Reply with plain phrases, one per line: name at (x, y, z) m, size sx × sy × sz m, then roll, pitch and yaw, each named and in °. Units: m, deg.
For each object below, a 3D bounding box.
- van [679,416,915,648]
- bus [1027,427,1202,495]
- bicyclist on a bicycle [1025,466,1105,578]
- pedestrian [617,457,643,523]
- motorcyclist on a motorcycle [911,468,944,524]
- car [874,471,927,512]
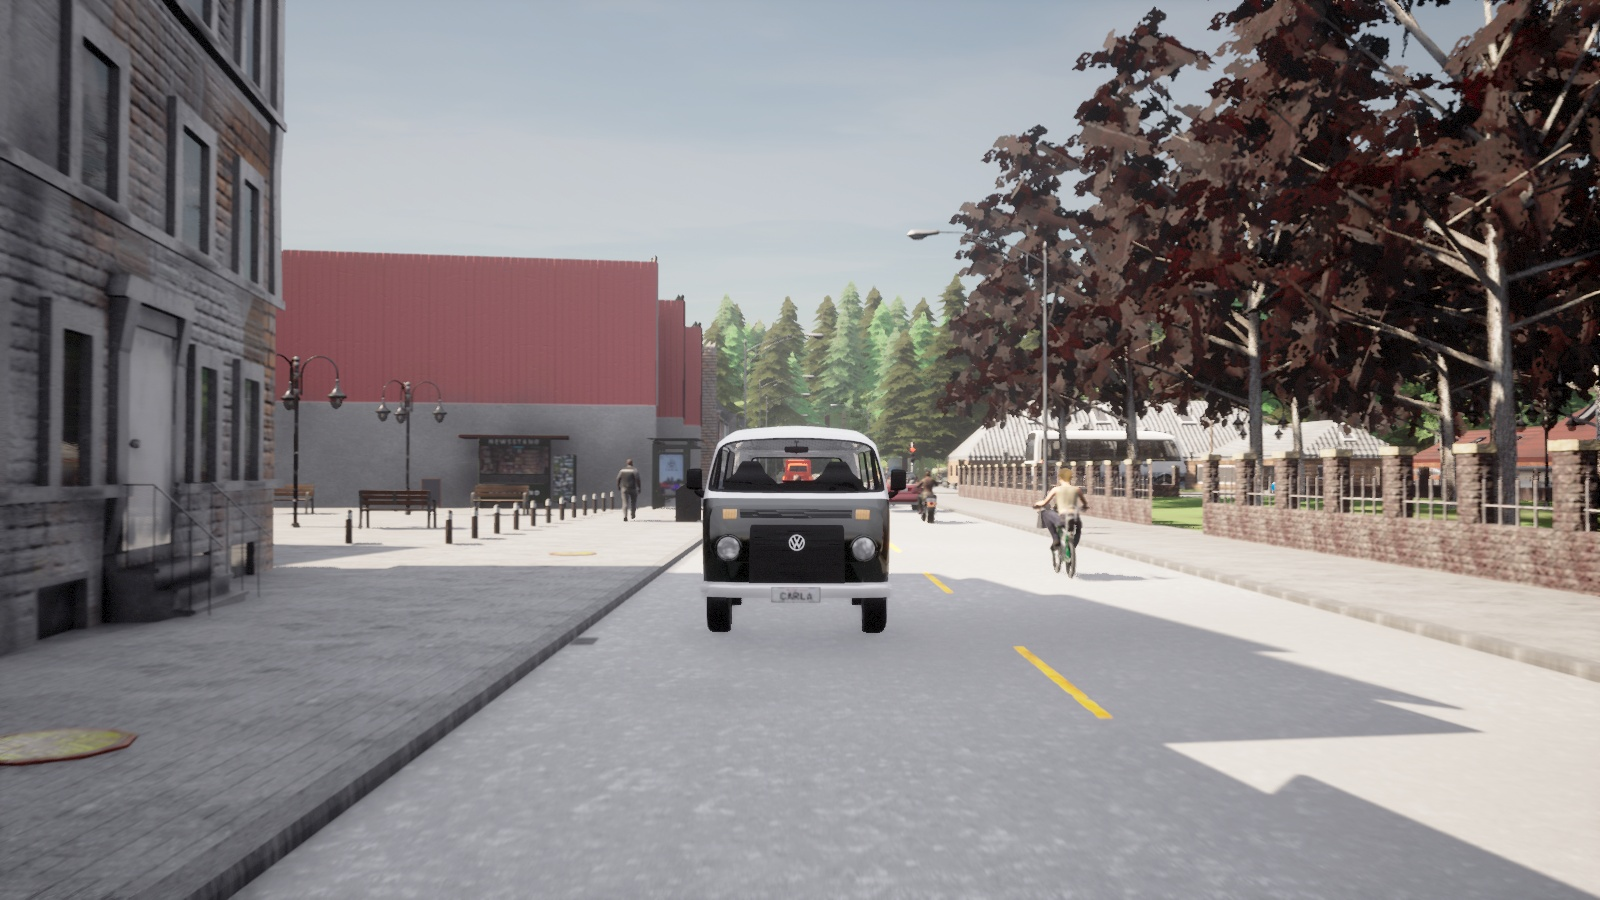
van at (-0.034, 0.761, 13.326) m, size 2.069 × 2.038 × 4.480 m, roll 0°, pitch -1°, yaw 0°
bus at (20.316, 0.724, 81.646) m, size 10.273 × 4.253 × 3.944 m, roll 0°, pitch -1°, yaw -2°
bicyclist on a bicycle at (3.954, 1.051, 18.862) m, size 0.866 × 1.612 × 1.509 m, roll 0°, pitch -1°, yaw 0°
pedestrian at (-4.870, 1.147, 36.046) m, size 0.563 × 1.883 × 0.849 m, roll 0°, pitch -1°, yaw 5°
motorcyclist on a motorcycle at (3.927, 1.398, 38.723) m, size 0.766 × 1.649 × 2.350 m, roll 0°, pitch -1°, yaw 0°
car at (3.915, 1.604, 49.350) m, size 1.789 × 1.549 × 3.705 m, roll 0°, pitch -1°, yaw 0°
